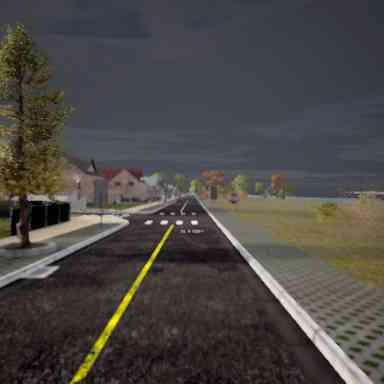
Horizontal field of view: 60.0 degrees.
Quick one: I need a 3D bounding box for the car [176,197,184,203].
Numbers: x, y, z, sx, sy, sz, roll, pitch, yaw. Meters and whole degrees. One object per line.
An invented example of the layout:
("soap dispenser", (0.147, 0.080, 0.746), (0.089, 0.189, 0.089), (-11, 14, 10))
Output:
("car", (-2.762, 1.910, 77.820), (2.033, 1.411, 5.357), (0, 0, 0))
